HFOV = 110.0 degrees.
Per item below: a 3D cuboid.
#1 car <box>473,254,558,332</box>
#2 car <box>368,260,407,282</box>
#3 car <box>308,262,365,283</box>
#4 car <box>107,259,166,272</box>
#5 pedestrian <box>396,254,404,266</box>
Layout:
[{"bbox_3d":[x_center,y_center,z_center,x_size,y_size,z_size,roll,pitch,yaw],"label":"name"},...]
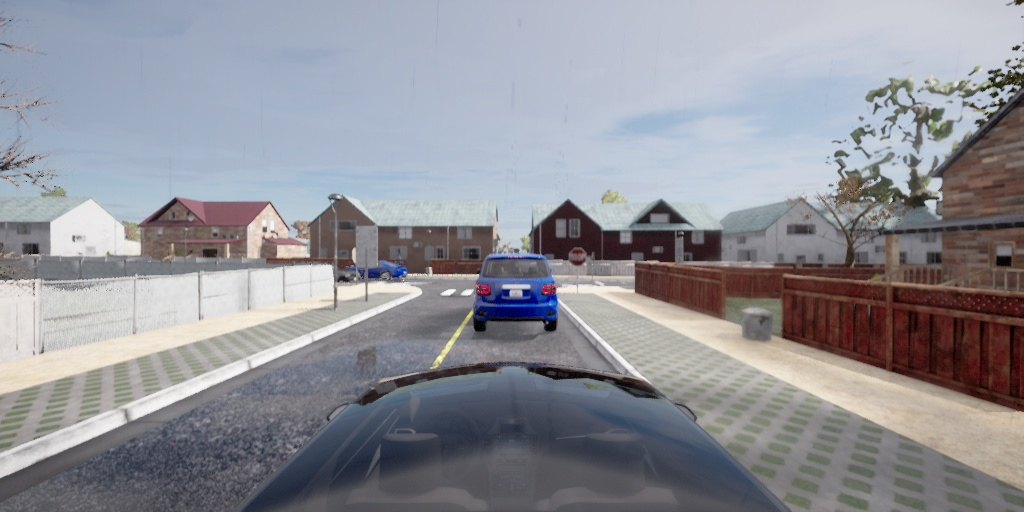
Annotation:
[{"bbox_3d":[0.080,0.950,10.971,2.150,2.045,5.566,0,0,0],"label":"car"},{"bbox_3d":[-10.467,1.074,27.007,5.008,1.535,1.882,1,0,5],"label":"car"},{"bbox_3d":[-13.123,1.129,24.120,5.357,1.411,2.033,1,0,3],"label":"car"},{"bbox_3d":[-24.690,0.952,24.389,4.902,1.511,2.128,1,0,1],"label":"car"},{"bbox_3d":[-9.425,0.737,29.949,0.375,1.860,0.375,0,0,1],"label":"pedestrian"}]
